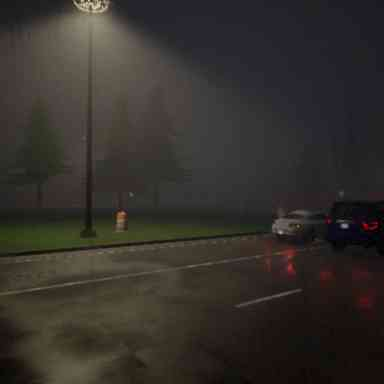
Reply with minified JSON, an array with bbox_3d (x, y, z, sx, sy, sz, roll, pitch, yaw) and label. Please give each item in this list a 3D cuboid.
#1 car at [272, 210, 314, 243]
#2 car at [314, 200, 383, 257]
[{"bbox_3d":[6.005,1.663,16.799,4.674,1.442,1.812,0,0,-35],"label":"car"},{"bbox_3d":[7.760,1.350,13.700,5.566,2.045,2.150,1,0,-35],"label":"car"}]
